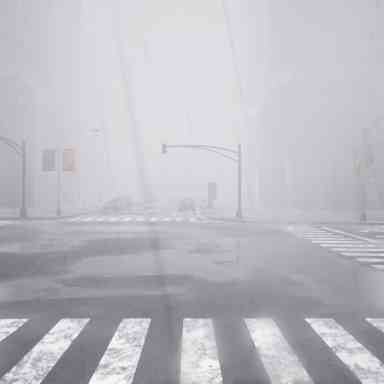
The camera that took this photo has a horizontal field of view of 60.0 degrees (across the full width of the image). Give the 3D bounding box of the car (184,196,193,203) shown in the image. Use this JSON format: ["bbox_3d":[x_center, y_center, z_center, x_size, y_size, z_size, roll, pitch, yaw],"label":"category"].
[{"bbox_3d":[-0.728,1.612,71.770,1.752,1.417,4.829,0,0,0],"label":"car"}]

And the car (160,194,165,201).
[{"bbox_3d":[-9.365,1.695,93.268,1.887,1.381,4.507,0,0,0],"label":"car"}]

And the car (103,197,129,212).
[{"bbox_3d":[-9.083,1.574,39.009,1.947,1.339,4.313,0,0,0],"label":"car"}]

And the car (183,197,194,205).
[{"bbox_3d":[-0.671,1.603,60.750,1.887,1.381,4.507,0,0,0],"label":"car"}]

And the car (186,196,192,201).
[{"bbox_3d":[-0.841,1.695,93.300,1.887,1.381,4.507,0,0,0],"label":"car"}]

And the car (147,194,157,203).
[{"bbox_3d":[-9.252,1.668,71.565,1.802,1.307,4.206,0,0,0],"label":"car"}]

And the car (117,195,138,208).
[{"bbox_3d":[-9.112,1.335,44.436,2.192,1.841,5.009,0,0,0],"label":"car"}]

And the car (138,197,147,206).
[{"bbox_3d":[-9.167,1.570,55.117,1.752,1.417,4.829,0,0,0],"label":"car"}]

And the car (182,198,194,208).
[{"bbox_3d":[-0.615,1.614,49.900,1.802,1.307,4.206,0,0,0],"label":"car"}]

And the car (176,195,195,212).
[{"bbox_3d":[-0.559,1.448,39.051,1.967,1.590,4.097,0,0,0],"label":"car"}]

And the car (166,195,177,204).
[{"bbox_3d":[-3.456,1.671,65.662,1.895,1.301,4.718,0,0,0],"label":"car"}]

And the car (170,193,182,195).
[{"bbox_3d":[-3.507,1.559,75.629,1.837,1.490,4.892,0,0,0],"label":"car"}]

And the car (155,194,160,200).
[{"bbox_3d":[-9.281,1.416,76.992,2.192,1.841,5.009,0,0,0],"label":"car"}]
